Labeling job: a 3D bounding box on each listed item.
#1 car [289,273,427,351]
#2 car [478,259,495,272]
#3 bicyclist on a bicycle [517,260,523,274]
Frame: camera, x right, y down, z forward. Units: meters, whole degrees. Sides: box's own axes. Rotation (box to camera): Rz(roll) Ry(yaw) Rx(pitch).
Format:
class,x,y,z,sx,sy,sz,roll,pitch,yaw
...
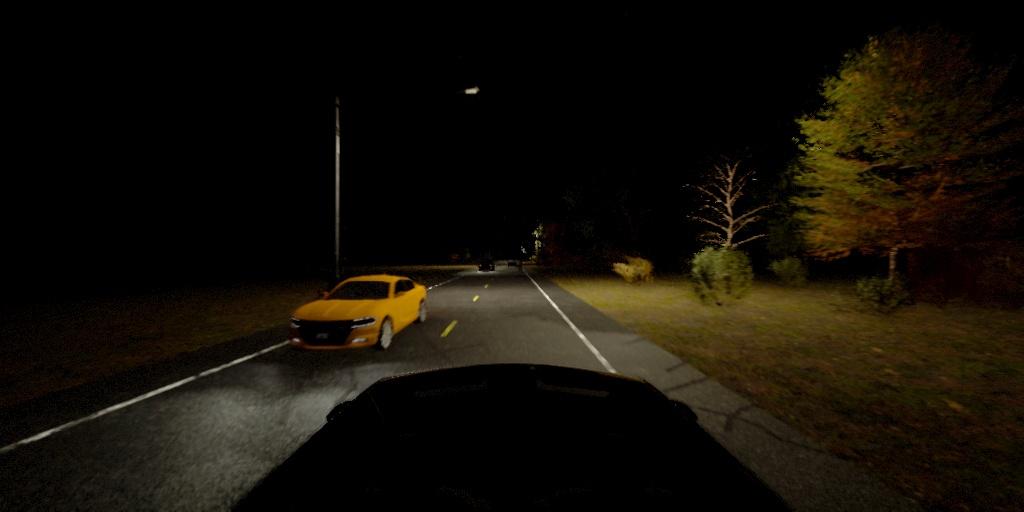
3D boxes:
class,x,y,z,sx,sy,sz,roll,pitch,yaw
car,-3.596,1.250,9.296,1.882,1.535,5.008,0,0,0
car,-3.549,1.249,50.598,2.097,1.767,4.553,0,0,1
bicyclist on a bicycle,0.968,1.316,39.257,0.582,1.620,1.656,0,-1,0
